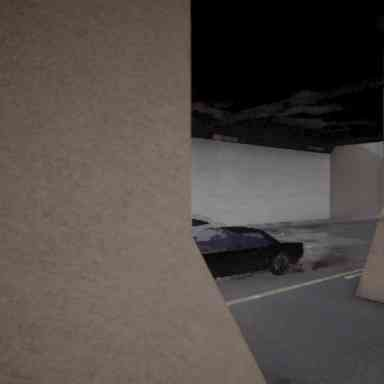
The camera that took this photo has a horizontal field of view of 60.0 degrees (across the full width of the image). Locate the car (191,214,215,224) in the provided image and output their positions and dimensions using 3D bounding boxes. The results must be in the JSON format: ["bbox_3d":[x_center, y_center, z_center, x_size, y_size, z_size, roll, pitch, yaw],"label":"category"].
[{"bbox_3d":[-0.682,1.548,12.106,4.674,1.442,1.812,0,0,-36],"label":"car"}]

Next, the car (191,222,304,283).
[{"bbox_3d":[0.795,1.620,8.861,4.718,1.301,1.895,0,0,-36],"label":"car"}]
